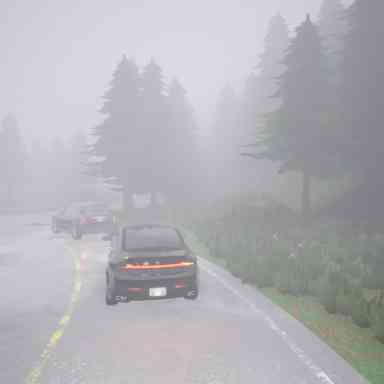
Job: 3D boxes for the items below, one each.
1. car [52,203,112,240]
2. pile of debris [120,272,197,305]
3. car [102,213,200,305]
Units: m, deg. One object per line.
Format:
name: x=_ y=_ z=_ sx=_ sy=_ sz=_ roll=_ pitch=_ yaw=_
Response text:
car: x=-5.709 y=1.352 z=17.415 sx=2.097 sy=1.767 sz=4.553 roll=0 pitch=0 yaw=-39
pile of debris: x=-0.853 y=2.175 z=7.706 sx=1.500 sy=0.140 sz=1.860 roll=0 pitch=0 yaw=-14
car: x=-1.110 y=1.504 z=8.195 sx=1.837 sy=1.490 sz=4.892 roll=0 pitch=0 yaw=-12
